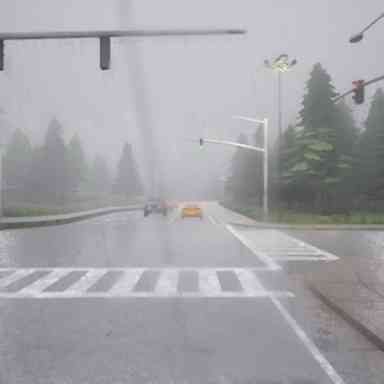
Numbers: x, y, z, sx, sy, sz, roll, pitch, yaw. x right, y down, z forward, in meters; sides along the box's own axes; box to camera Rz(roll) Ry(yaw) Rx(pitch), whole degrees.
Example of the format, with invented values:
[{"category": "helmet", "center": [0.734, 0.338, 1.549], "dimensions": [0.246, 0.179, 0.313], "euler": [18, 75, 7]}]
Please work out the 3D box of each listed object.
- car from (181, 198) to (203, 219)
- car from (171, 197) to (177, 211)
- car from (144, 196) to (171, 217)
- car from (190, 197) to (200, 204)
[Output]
[{"category": "car", "center": [0.004, 1.639, 30.510], "dimensions": [1.882, 1.535, 5.008], "euler": [0, 0, 0]}, {"category": "car", "center": [-3.557, 1.590, 44.285], "dimensions": [2.097, 1.767, 4.553], "euler": [0, 0, 0]}, {"category": "car", "center": [-3.610, 1.406, 33.992], "dimensions": [2.150, 2.045, 5.566], "euler": [0, 0, -1]}, {"category": "car", "center": [0.674, 1.812, 71.462], "dimensions": [1.837, 1.490, 4.892], "euler": [0, 0, 2]}]
